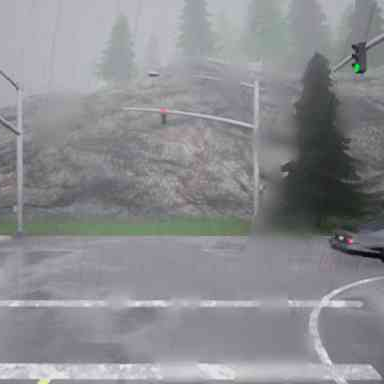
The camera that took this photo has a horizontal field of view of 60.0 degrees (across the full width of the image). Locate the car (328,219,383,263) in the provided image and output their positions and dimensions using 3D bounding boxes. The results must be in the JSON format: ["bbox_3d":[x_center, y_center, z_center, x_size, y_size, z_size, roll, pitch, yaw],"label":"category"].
[{"bbox_3d":[7.332,1.550,10.749,5.357,1.411,2.033,0,0,1],"label":"car"}]
